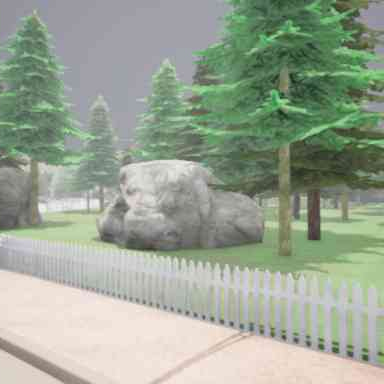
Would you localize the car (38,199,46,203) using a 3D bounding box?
[{"bbox_3d":[-34.110,1.943,74.476,1.837,1.490,4.892,0,0,-35],"label":"car"}]
